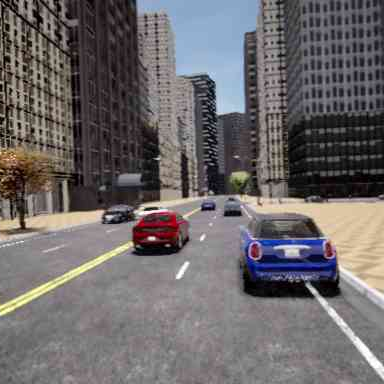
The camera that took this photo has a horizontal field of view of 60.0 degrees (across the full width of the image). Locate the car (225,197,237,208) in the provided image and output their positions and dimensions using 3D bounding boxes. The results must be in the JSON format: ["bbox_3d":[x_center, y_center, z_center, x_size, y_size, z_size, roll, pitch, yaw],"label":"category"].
[{"bbox_3d":[6.320,1.670,53.704,1.837,1.490,4.892,-2,0,7],"label":"car"}]

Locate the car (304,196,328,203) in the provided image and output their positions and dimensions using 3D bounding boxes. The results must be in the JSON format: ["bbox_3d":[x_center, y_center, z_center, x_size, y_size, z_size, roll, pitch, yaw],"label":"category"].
[{"bbox_3d":[23.378,1.479,62.778,4.403,1.369,2.008,-1,0,6],"label":"car"}]

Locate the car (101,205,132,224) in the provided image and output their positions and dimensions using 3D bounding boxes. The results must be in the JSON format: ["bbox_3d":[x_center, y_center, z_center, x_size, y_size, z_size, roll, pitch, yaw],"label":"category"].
[{"bbox_3d":[-6.371,1.913,29.134,2.128,1.511,4.902,-2,0,7],"label":"car"}]

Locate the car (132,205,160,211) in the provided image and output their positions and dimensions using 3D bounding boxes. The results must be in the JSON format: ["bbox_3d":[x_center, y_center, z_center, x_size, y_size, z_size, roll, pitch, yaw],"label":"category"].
[{"bbox_3d":[-3.259,1.832,27.784,1.812,1.442,4.674,-2,0,7],"label":"car"}]

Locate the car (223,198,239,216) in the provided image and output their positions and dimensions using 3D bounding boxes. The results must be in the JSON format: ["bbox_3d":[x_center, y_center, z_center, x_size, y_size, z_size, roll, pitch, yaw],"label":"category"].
[{"bbox_3d":[4.232,1.650,34.855,2.033,1.411,5.357,-2,0,7],"label":"car"}]

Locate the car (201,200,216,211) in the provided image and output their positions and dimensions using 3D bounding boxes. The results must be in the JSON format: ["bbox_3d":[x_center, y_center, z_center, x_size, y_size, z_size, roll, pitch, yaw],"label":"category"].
[{"bbox_3d":[2.320,1.813,46.384,1.994,1.385,4.181,-2,0,6],"label":"car"}]

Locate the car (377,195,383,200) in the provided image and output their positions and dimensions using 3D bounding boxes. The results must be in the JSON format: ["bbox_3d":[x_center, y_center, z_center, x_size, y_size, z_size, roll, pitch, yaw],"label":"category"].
[{"bbox_3d":[41.073,0.846,69.540,4.097,1.590,1.967,-1,0,6],"label":"car"}]

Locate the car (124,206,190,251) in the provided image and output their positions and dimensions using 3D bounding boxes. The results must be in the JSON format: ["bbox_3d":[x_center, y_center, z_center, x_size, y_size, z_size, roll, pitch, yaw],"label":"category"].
[{"bbox_3d":[-1.248,1.627,15.072,1.882,1.535,5.008,-2,0,6],"label":"car"}]

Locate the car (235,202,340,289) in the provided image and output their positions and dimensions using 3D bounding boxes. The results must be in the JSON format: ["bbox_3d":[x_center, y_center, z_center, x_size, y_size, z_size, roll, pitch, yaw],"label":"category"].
[{"bbox_3d":[2.400,1.336,9.282,2.097,1.767,4.553,-2,0,6],"label":"car"}]
